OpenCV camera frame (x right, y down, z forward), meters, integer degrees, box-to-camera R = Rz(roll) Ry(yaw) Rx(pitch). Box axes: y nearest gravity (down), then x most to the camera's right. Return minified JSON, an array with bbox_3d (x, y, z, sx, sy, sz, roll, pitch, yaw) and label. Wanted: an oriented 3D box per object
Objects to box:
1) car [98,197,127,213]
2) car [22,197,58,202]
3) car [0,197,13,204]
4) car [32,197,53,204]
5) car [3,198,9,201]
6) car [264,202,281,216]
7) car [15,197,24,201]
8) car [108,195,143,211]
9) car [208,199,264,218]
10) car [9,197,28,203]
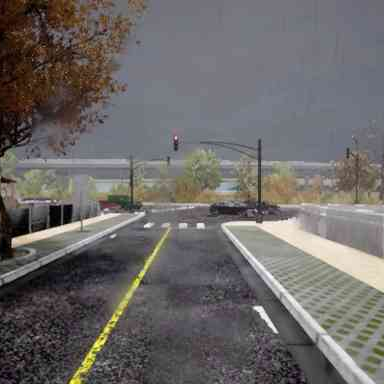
[{"bbox_3d":[-10.925,1.793,42.123,4.674,1.442,1.812,-1,2,36],"label":"car"},{"bbox_3d":[-23.376,1.878,51.179,4.902,1.511,2.128,-1,2,36],"label":"car"},{"bbox_3d":[-40.876,1.785,72.029,4.892,1.490,1.837,-1,2,36],"label":"car"},{"bbox_3d":[-30.863,1.716,68.774,4.674,1.442,1.812,-1,2,36],"label":"car"},{"bbox_3d":[-37.155,1.769,65.309,4.892,1.490,1.837,-1,2,36],"label":"car"},{"bbox_3d":[6.442,1.516,33.518,4.892,1.490,1.837,-1,2,36],"label":"car"},{"bbox_3d":[-32.664,1.829,66.069,4.674,1.442,1.812,-1,2,36],"label":"car"},{"bbox_3d":[-9.178,1.384,44.858,5.566,2.045,2.150,-1,2,36],"label":"car"},{"bbox_3d":[3.853,1.601,31.410,4.902,1.511,2.128,0,1,36],"label":"car"},{"bbox_3d":[-38.989,1.774,74.677,4.718,1.301,1.895,-1,2,36],"label":"car"}]
